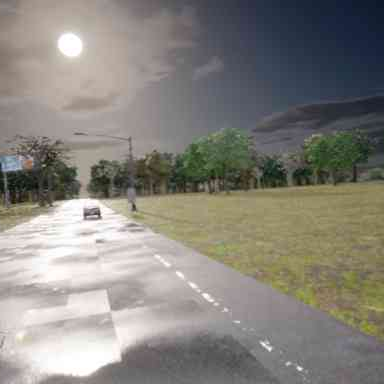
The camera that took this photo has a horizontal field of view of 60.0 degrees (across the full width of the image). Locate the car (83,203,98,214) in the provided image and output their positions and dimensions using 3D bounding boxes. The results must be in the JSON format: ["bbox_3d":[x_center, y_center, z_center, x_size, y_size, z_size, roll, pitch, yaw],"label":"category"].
[{"bbox_3d":[-14.727,2.359,48.362,1.895,1.301,4.718,-3,0,-17],"label":"car"}]

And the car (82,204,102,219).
[{"bbox_3d":[-11.183,2.107,37.202,2.128,1.511,4.902,-3,0,-18],"label":"car"}]
